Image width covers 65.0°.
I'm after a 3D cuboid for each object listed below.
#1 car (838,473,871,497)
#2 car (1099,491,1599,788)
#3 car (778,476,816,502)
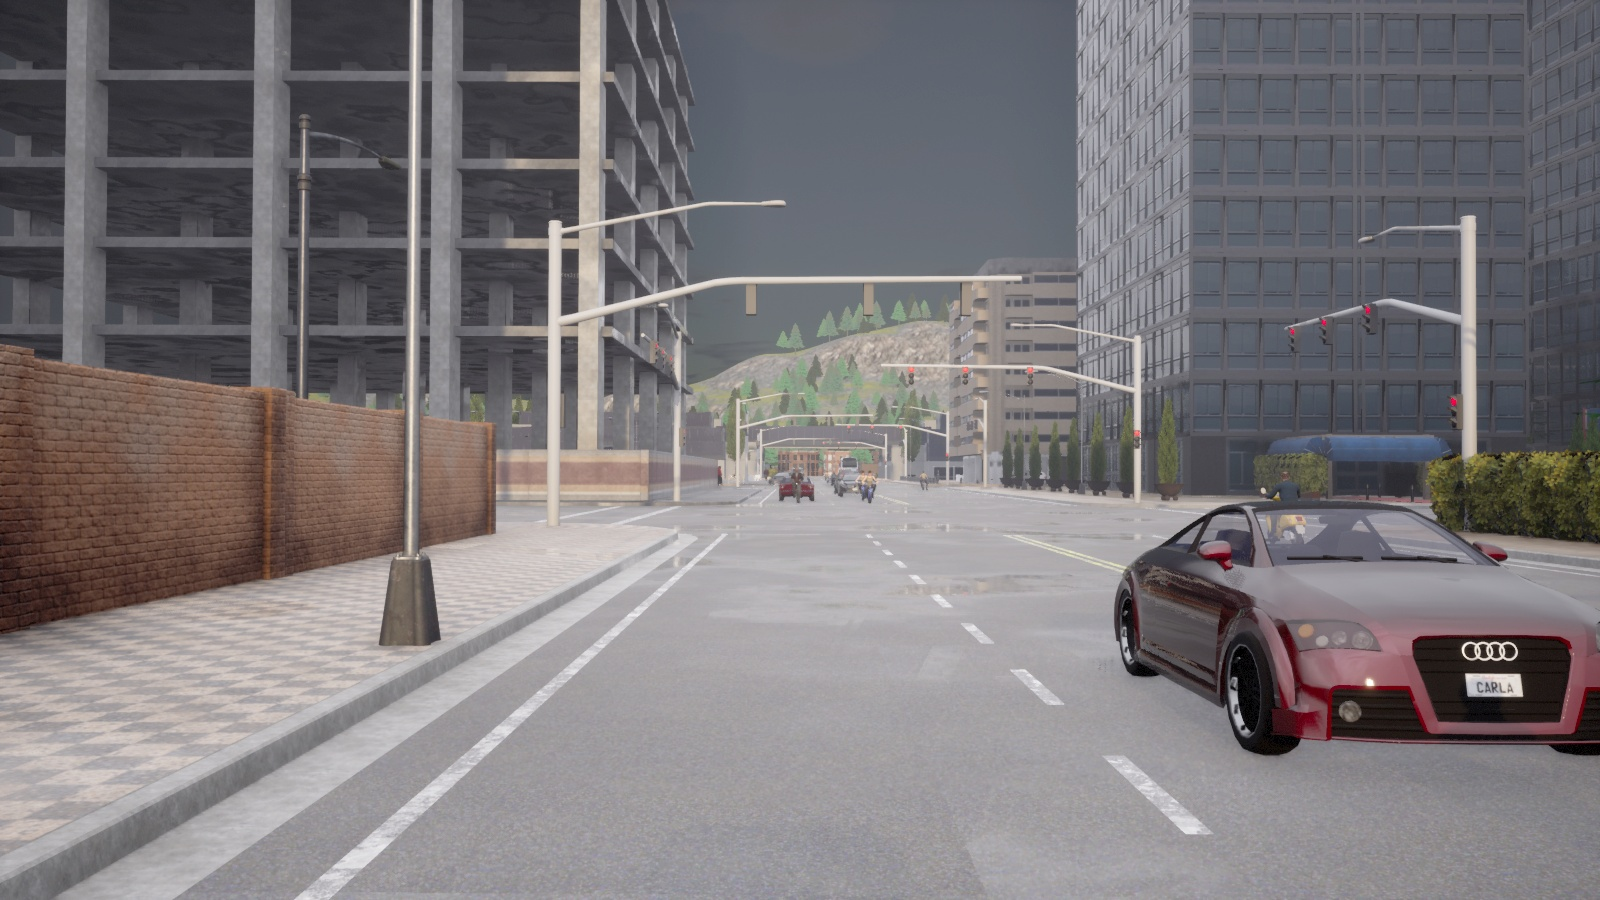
[{"bbox_3d":[3.318,2.120,77.220,1.812,1.442,4.674,0,-1,0],"label":"car"},{"bbox_3d":[3.480,1.004,8.286,1.994,1.385,4.181,0,-1,0],"label":"car"},{"bbox_3d":[-0.158,2.026,66.282,1.895,1.301,4.718,0,-1,0],"label":"car"}]
